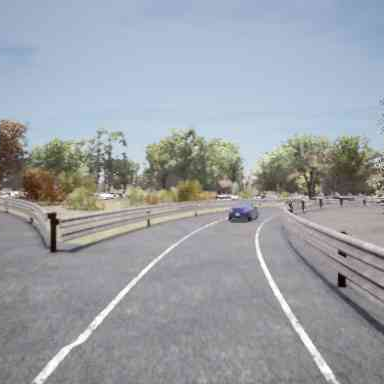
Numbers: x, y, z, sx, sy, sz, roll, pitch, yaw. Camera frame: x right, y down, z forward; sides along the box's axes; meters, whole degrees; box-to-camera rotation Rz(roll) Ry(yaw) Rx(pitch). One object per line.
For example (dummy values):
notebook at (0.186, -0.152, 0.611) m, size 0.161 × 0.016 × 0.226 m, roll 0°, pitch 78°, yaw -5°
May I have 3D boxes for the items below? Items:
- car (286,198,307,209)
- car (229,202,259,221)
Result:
car at (15.543, 1.711, 49.191) m, size 1.837 × 1.490 × 4.892 m, roll -2°, pitch -2°, yaw 38°
car at (4.369, 1.593, 27.875) m, size 1.812 × 1.442 × 4.674 m, roll -1°, pitch -1°, yaw 21°
